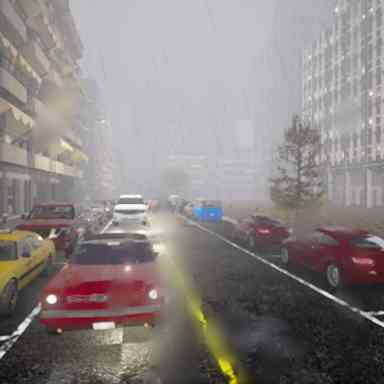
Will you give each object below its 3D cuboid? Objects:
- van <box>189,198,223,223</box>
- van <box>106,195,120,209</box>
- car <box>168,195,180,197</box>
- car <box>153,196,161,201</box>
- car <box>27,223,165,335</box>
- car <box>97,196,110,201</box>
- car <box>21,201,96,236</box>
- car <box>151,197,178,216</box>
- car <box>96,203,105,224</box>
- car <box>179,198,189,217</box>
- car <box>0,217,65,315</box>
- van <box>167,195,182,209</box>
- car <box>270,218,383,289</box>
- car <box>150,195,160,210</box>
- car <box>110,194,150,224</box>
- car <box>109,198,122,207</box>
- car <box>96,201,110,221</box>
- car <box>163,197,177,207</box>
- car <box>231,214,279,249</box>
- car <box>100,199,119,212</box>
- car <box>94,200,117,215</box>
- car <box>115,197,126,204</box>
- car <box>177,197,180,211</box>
[{"bbox_3d":[1.123,1.355,25.355,1.690,1.788,3.998,0,0,-10],"label":"van"},{"bbox_3d":[-10.819,1.372,45.759,1.690,1.788,3.998,0,0,-10],"label":"van"},{"bbox_3d":[-1.635,1.470,41.703,1.967,1.590,4.097,0,0,-10],"label":"car"},{"bbox_3d":[-8.991,1.644,85.300,1.887,1.381,4.507,0,0,-10],"label":"car"},{"bbox_3d":[-1.628,1.602,6.935,1.895,1.301,4.718,0,0,-9],"label":"car"},{"bbox_3d":[-8.059,1.453,29.409,1.967,1.590,4.097,0,0,-10],"label":"car"},{"bbox_3d":[-5.302,1.317,13.061,2.192,1.841,5.009,0,0,-10],"label":"car"},{"bbox_3d":[-2.877,1.525,33.483,1.837,1.490,4.892,0,0,-9],"label":"car"},{"bbox_3d":[-6.219,1.556,18.511,2.008,1.369,4.403,0,0,-10],"label":"car"},{"bbox_3d":[0.177,1.544,30.971,1.752,1.417,4.829,0,0,-10],"label":"car"},{"bbox_3d":[-4.353,1.525,7.445,1.752,1.417,4.829,0,0,-10],"label":"car"},{"bbox_3d":[-2.556,1.378,47.154,1.690,1.788,3.998,0,0,-10],"label":"van"},{"bbox_3d":[3.883,1.588,9.006,1.802,1.307,4.206,0,0,-10],"label":"car"},{"bbox_3d":[-4.635,1.384,43.816,2.097,1.767,4.553,0,0,-9],"label":"car"},{"bbox_3d":[-4.362,1.229,23.703,2.150,2.045,5.566,0,0,-10],"label":"car"},{"bbox_3d":[-11.737,1.621,51.208,1.802,1.307,4.206,0,0,-10],"label":"car"},{"bbox_3d":[-7.139,1.559,23.961,2.008,1.369,4.403,0,0,-10],"label":"car"},{"bbox_3d":[-3.502,1.570,52.770,1.752,1.417,4.829,0,0,-10],"label":"car"},{"bbox_3d":[2.963,1.590,14.455,1.802,1.307,4.206,0,0,-10],"label":"car"},{"bbox_3d":[-9.898,1.569,40.309,1.887,1.381,4.507,0,0,-10],"label":"car"},{"bbox_3d":[-8.978,1.584,34.860,1.947,1.339,4.313,0,0,-10],"label":"car"},{"bbox_3d":[-14.495,1.629,67.557,1.947,1.339,4.313,0,0,-10],"label":"car"},{"bbox_3d":[-0.715,1.590,36.254,1.947,1.339,4.313,0,0,-10],"label":"car"}]
